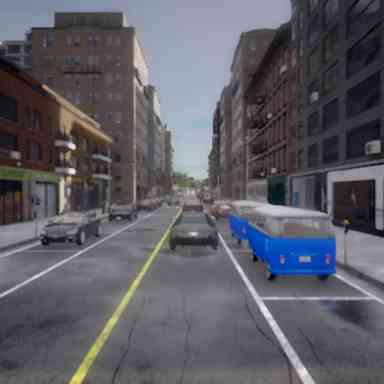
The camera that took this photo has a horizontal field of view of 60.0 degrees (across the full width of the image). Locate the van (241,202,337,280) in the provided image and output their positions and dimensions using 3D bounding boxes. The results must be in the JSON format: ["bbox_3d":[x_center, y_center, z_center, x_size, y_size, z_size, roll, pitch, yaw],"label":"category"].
[{"bbox_3d":[2.641,1.335,9.617,1.690,1.788,3.998,0,0,0],"label":"van"}]

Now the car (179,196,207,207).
[{"bbox_3d":[0.087,1.457,30.453,1.882,1.535,5.008,0,0,0],"label":"car"}]

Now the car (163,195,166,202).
[{"bbox_3d":[-5.371,1.509,49.396,1.887,1.381,4.507,0,0,0],"label":"car"}]

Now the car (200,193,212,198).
[{"bbox_3d":[2.769,1.436,56.433,1.882,1.535,5.008,0,0,0],"label":"car"}]

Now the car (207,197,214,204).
[{"bbox_3d":[2.648,1.503,32.516,1.752,1.417,4.829,0,0,0],"label":"car"}]

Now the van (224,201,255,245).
[{"bbox_3d":[2.642,1.331,15.300,1.690,1.788,3.998,0,0,0],"label":"van"}]

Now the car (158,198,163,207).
[{"bbox_3d":[-5.373,1.520,43.713,2.008,1.369,4.403,0,0,0],"label":"car"}]

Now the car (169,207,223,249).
[{"bbox_3d":[0.079,1.554,14.579,1.994,1.385,4.181,0,0,0],"label":"car"}]

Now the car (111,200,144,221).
[{"bbox_3d":[-5.379,1.548,26.666,1.947,1.339,4.313,0,0,0],"label":"car"}]

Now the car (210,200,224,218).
[{"bbox_3d":[2.646,1.564,26.664,1.802,1.307,4.206,0,0,0],"label":"car"}]

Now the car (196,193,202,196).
[{"bbox_3d":[2.661,1.259,72.122,2.192,1.841,5.009,0,0,0],"label":"car"}]

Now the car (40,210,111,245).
[{"bbox_3d":[-5.383,1.541,15.302,2.008,1.369,4.403,0,0,0],"label":"car"}]

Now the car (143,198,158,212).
[{"bbox_3d":[-5.375,1.518,38.031,1.887,1.381,4.507,0,0,0],"label":"car"}]

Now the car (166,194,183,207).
[{"bbox_3d":[-2.811,1.466,51.410,1.837,1.490,4.892,0,0,0],"label":"car"}]
